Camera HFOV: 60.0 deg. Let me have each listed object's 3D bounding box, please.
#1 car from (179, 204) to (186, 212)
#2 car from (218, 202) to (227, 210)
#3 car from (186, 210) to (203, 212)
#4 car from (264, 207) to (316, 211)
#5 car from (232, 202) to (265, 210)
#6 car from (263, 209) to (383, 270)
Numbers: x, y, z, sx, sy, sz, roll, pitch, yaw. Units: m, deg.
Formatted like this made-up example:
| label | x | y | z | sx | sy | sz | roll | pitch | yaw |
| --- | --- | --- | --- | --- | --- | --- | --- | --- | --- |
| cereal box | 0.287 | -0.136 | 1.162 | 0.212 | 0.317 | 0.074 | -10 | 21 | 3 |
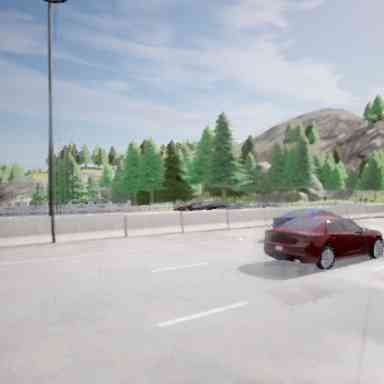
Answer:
| label | x | y | z | sx | sy | sz | roll | pitch | yaw |
| --- | --- | --- | --- | --- | --- | --- | --- | --- | --- |
| car | 0.241 | 1.669 | 38.477 | 5.008 | 1.535 | 1.882 | 1 | 0 | -36 |
| car | 4.286 | 1.722 | 32.764 | 4.181 | 1.385 | 1.994 | 1 | 0 | -36 |
| car | 2.187 | 1.631 | 35.567 | 5.008 | 1.535 | 1.882 | 1 | 0 | -36 |
| car | 6.191 | 1.571 | 16.788 | 5.008 | 1.535 | 1.882 | 0 | 0 | -36 |
| car | 6.349 | 1.651 | 29.936 | 4.902 | 1.511 | 2.128 | 1 | 0 | -36 |
| car | 4.601 | 1.541 | 11.346 | 5.008 | 1.535 | 1.882 | 0 | 0 | -36 |
